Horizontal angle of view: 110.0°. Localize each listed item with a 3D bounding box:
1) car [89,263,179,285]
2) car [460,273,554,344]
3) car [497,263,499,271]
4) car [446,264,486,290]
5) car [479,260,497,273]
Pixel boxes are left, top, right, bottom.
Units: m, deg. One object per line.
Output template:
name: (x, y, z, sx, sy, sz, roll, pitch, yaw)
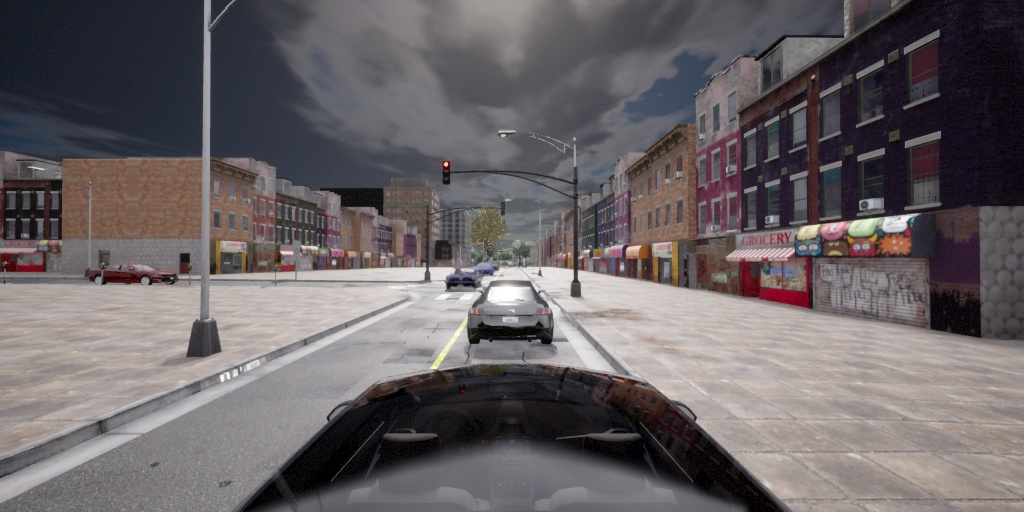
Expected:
car: (-23.352, 1.118, 22.232, 4.507, 1.381, 1.888, 0, 0, 0)
car: (-0.036, 1.325, 9.612, 1.994, 1.385, 4.181, 0, 0, 0)
car: (-3.140, 1.466, 56.470, 2.097, 1.767, 4.553, 0, -1, 0)
car: (-2.950, 1.392, 22.737, 1.895, 1.301, 4.718, 1, 0, 0)
car: (-3.061, 1.441, 40.310, 1.882, 1.535, 5.008, 0, 0, 0)
